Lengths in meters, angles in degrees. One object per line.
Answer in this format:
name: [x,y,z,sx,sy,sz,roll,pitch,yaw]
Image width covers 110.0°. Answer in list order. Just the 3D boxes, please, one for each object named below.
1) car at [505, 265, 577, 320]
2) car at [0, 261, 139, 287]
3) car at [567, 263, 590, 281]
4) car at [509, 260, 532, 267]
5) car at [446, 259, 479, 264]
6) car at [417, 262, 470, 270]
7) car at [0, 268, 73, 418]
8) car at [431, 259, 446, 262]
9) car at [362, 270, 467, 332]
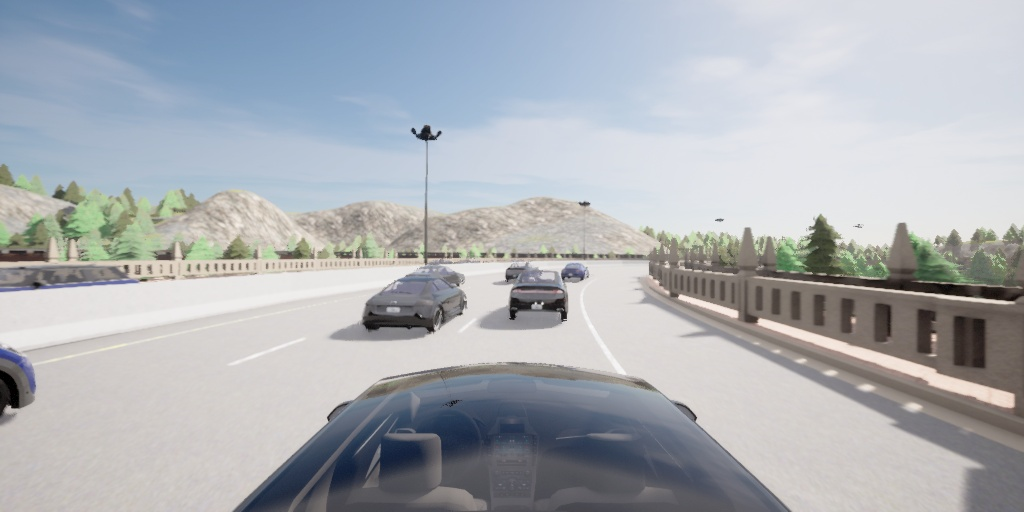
car: [1.014,1.243,12.676,2.128,1.511,4.902,0,0,7]
car: [-13.513,1.036,10.092,2.097,1.767,4.553,0,0,6]
car: [5.346,1.291,30.235,1.812,1.442,4.674,0,0,19]
car: [0.906,1.237,27.966,2.128,1.511,4.902,0,0,17]
car: [-6.141,1.198,48.024,2.128,1.511,4.902,0,0,27]
car: [-4.533,1.270,21.509,2.033,1.411,5.357,0,0,13]
car: [-6.757,1.070,2.344,2.097,1.767,4.553,0,0,0]
car: [-9.853,1.181,48.376,2.128,1.511,4.902,0,0,26]
car: [-2.710,1.298,10.836,1.994,1.385,4.181,0,0,6]
